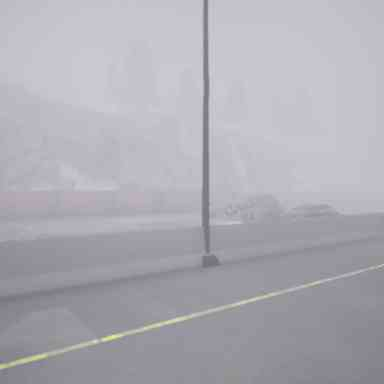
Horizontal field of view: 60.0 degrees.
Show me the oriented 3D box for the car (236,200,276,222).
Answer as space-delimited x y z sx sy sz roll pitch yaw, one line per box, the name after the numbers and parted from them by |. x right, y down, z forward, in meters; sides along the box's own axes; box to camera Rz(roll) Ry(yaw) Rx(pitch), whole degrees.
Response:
5.731 1.562 25.275 4.181 1.385 1.994 0 0 -35 | car

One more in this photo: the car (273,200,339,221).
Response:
8.080 1.505 22.654 4.892 1.490 1.837 1 0 -35 | car

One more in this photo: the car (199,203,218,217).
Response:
3.036 1.599 31.953 4.718 1.301 1.895 0 0 -35 | car

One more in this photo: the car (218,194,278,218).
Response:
5.368 1.221 29.322 5.566 2.045 2.150 0 0 -35 | car
